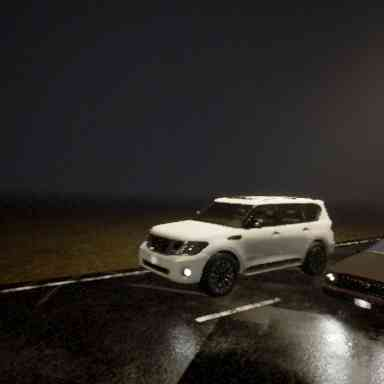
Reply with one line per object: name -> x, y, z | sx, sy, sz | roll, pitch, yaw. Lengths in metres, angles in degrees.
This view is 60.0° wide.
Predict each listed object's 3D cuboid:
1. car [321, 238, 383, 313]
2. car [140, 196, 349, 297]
car -> 5.153, 1.599, 7.335 | 5.357, 1.411, 2.033 | 1, 1, -35
car -> 1.449, 1.135, 8.666 | 5.566, 2.045, 2.150 | 1, 1, -35
